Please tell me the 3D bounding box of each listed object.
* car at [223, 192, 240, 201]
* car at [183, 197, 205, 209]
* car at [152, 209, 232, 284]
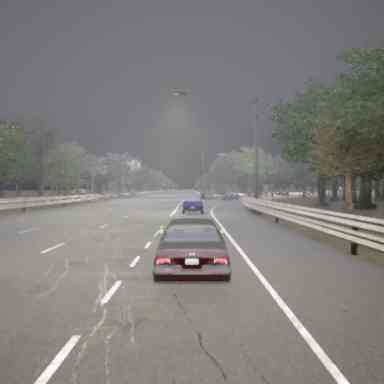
[{"bbox_3d":[7.475,0.716,61.904,2.097,1.767,4.553,0,1,24],"label":"car"},{"bbox_3d":[0.190,1.174,31.463,1.882,1.535,5.008,0,0,3],"label":"car"},{"bbox_3d":[-0.003,1.451,9.348,2.033,1.411,5.357,0,1,0],"label":"car"}]
